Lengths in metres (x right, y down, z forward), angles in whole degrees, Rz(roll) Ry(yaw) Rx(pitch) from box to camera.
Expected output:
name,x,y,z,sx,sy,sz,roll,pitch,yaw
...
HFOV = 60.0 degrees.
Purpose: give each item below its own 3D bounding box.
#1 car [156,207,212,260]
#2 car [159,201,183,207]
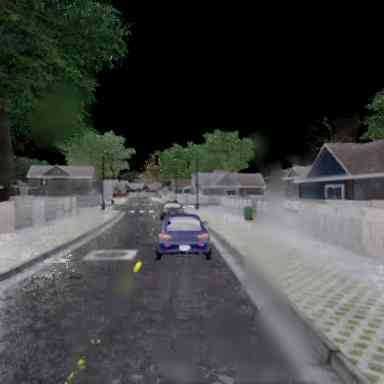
name,x,y,z,sx,sy,sz,roll,pitch,yaw
car,-0.352,1.510,12.323,1.812,1.442,4.674,0,0,-3
car,-1.645,1.495,27.028,1.812,1.442,4.674,0,0,-7
